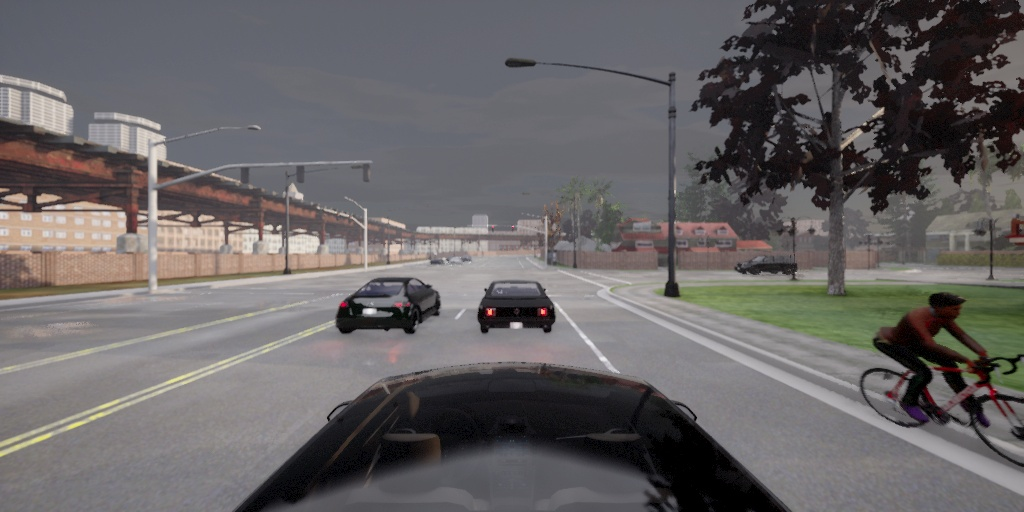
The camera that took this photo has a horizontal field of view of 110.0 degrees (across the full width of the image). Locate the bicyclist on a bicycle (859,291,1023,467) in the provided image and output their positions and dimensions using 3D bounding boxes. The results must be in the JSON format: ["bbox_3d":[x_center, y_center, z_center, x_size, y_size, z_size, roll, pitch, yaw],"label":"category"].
[{"bbox_3d":[4.449,1.173,3.728,0.582,1.620,1.656,-12,0,-11],"label":"bicyclist on a bicycle"}]

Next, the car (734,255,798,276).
[{"bbox_3d":[25.681,0.896,36.274,5.566,2.045,2.150,0,0,-1],"label":"car"}]

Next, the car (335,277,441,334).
[{"bbox_3d":[-3.402,1.296,10.621,1.994,1.385,4.181,0,0,0],"label":"car"}]

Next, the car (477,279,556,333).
[{"bbox_3d":[0.090,1.332,10.586,1.895,1.301,4.718,0,0,0],"label":"car"}]
